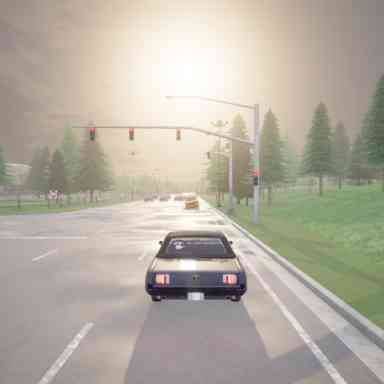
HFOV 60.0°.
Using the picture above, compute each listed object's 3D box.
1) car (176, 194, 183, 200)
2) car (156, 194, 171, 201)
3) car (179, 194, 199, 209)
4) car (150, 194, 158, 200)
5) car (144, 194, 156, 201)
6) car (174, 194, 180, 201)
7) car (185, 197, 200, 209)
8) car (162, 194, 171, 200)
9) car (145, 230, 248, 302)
[{"bbox_3d":[-3.335,1.357,90.948,1.812,1.442,4.674,0,0,0],"label":"car"},{"bbox_3d":[-6.854,1.531,80.534,2.033,1.411,5.357,0,0,0],"label":"car"},{"bbox_3d":[-0.209,1.064,46.496,1.882,1.535,5.008,-10,16,-4],"label":"car"},{"bbox_3d":[-10.335,1.332,90.961,1.837,1.490,4.892,0,0,0],"label":"car"},{"bbox_3d":[-10.354,1.531,80.541,2.033,1.411,5.357,0,0,0],"label":"car"},{"bbox_3d":[-3.353,1.545,80.945,1.994,1.385,4.181,0,0,0],"label":"car"},{"bbox_3d":[0.082,1.591,49.899,2.033,1.411,5.357,0,2,0],"label":"car"},{"bbox_3d":[-6.835,1.372,90.954,2.033,1.411,5.357,0,0,0],"label":"car"},{"bbox_3d":[0.094,1.601,8.234,1.895,1.301,4.718,0,0,0],"label":"car"}]
